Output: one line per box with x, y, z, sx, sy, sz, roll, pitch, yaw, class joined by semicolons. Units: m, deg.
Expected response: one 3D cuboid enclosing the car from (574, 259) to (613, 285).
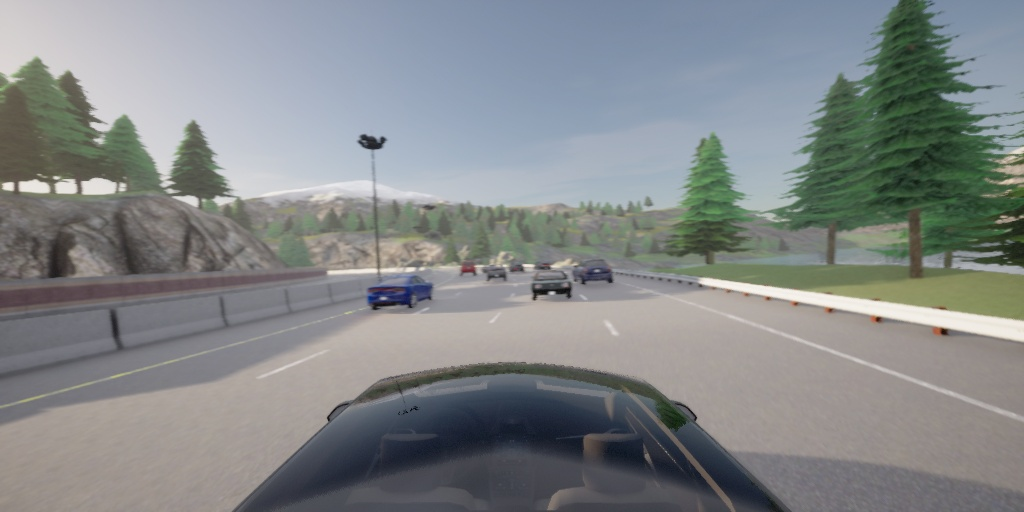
5.512;0.995;25.206;2.097;1.767;4.553;-3;-1;1;car

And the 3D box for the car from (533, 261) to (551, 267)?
4.200;1.435;50.248;1.837;1.490;4.892;-2;0;-8;car

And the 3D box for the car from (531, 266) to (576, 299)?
1.939;1.384;18.366;1.895;1.301;4.718;-3;0;4;car

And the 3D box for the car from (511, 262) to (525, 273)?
0.559;1.644;51.281;1.837;1.490;4.892;-2;0;-9;car

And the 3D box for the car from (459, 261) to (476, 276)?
-6.352;1.742;51.525;2.150;2.045;5.566;-2;0;-10;car

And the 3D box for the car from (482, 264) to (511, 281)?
-1.523;1.608;35.225;2.128;1.511;4.902;-3;0;-3;car

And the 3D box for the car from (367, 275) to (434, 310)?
-5.288;1.652;17.654;1.882;1.535;5.008;-3;0;4;car
